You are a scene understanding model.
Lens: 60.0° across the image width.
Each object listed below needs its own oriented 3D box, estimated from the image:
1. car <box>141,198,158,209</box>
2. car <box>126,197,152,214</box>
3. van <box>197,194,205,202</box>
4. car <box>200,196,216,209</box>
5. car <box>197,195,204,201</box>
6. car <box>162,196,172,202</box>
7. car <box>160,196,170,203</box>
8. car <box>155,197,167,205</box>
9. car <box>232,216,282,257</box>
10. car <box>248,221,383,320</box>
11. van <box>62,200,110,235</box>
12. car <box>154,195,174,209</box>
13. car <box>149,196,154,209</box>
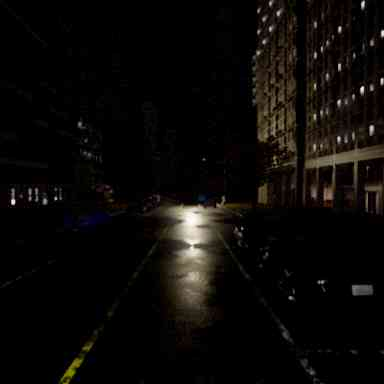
[{"bbox_3d":[-5.887,1.597,46.607,1.887,1.381,4.507,-1,0,0],"label":"car"},{"bbox_3d":[-5.842,1.586,35.357,2.008,1.369,4.403,-1,0,0],"label":"car"},{"bbox_3d":[2.351,1.453,80.392,1.690,1.788,3.998,-1,0,0],"label":"van"},{"bbox_3d":[2.493,1.627,46.642,1.802,1.307,4.206,-1,0,0],"label":"car"},{"bbox_3d":[2.307,1.579,91.641,1.967,1.590,4.097,-1,0,0],"label":"car"},{"bbox_3d":[-6.025,1.669,80.357,2.008,1.369,4.403,-1,0,0],"label":"car"},{"bbox_3d":[-6.001,1.657,74.732,2.008,1.369,4.403,-1,0,0],"label":"car"},{"bbox_3d":[-5.956,1.627,63.481,1.887,1.381,4.507,-1,0,0],"label":"car"},{"bbox_3d":[2.630,1.571,12.891,1.947,1.339,4.313,-1,0,0],"label":"car"},{"bbox_3d":[2.653,1.567,7.266,1.947,1.339,4.313,-1,0,0],"label":"car"},{"bbox_3d":[-5.776,1.357,18.482,1.690,1.788,3.998,-1,0,0],"label":"van"},{"bbox_3d":[-3.163,1.208,40.800,1.994,1.385,4.181,0,0,0],"label":"car"},{"bbox_3d":[-5.864,1.568,40.812,1.752,1.417,4.829,-1,0,0],"label":"car"}]
